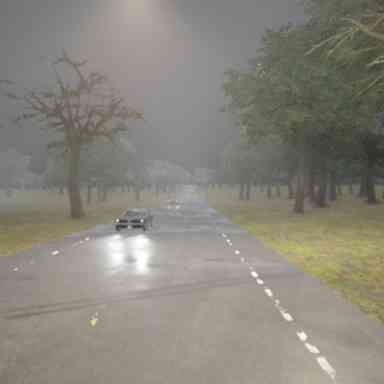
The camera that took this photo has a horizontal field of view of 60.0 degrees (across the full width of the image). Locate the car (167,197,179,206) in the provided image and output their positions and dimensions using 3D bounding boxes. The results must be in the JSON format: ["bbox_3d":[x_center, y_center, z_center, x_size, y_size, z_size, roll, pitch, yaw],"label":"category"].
[{"bbox_3d":[-3.530,1.677,63.171,2.097,1.767,4.553,0,0,0],"label":"car"}]

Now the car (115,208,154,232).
[{"bbox_3d":[-3.603,1.746,21.405,1.895,1.301,4.718,0,0,0],"label":"car"}]
